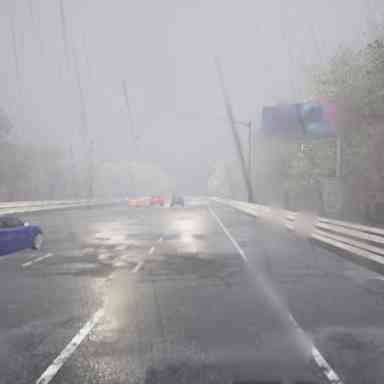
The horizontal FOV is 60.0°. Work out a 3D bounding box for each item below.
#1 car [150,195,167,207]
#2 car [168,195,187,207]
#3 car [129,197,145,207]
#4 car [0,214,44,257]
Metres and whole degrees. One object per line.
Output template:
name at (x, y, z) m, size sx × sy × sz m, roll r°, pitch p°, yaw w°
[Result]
car at (-5.924, 1.469, 57.196) m, size 2.150 × 2.045 × 5.566 m, roll 1°, pitch 0°, yaw 1°
car at (-2.426, 1.503, 57.063) m, size 2.150 × 2.045 × 5.566 m, roll 1°, pitch 0°, yaw 1°
car at (-9.427, 1.564, 57.206) m, size 2.097 × 1.767 × 4.553 m, roll 1°, pitch 0°, yaw 1°
car at (-6.871, 1.469, 11.270) m, size 1.882 × 1.535 × 5.008 m, roll 1°, pitch 0°, yaw 1°
